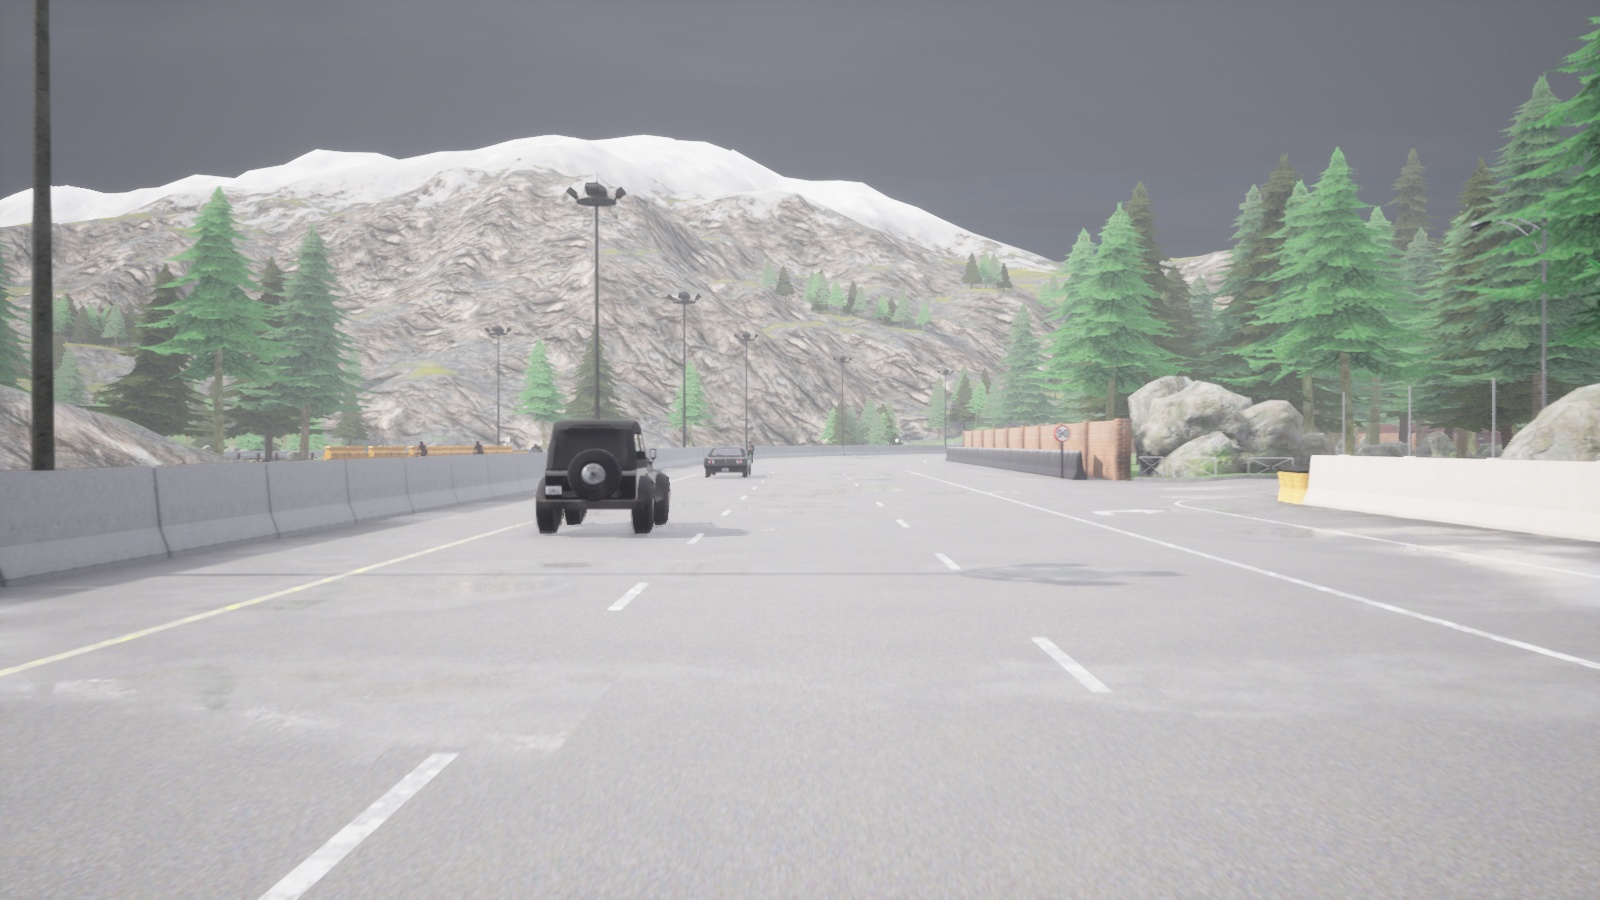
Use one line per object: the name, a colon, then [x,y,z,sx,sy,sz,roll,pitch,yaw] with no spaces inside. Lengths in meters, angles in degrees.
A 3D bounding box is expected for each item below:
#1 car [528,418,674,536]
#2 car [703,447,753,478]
car: [-3.360,0.416,21.926,1.905,1.878,3.866,0,0,0]
car: [-3.165,0.528,55.996,1.895,1.301,4.718,0,0,0]
